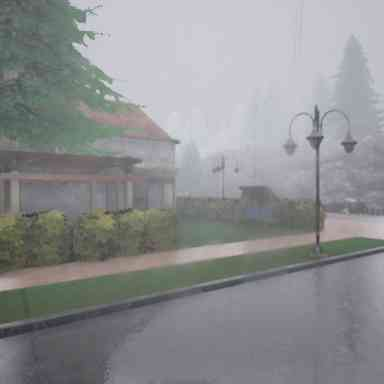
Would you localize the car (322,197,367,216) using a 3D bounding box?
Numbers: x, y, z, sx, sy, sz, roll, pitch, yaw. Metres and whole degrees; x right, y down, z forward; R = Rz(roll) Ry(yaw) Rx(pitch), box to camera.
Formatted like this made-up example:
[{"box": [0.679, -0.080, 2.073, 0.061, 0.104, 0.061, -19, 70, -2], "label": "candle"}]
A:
[{"box": [12.825, 1.229, 29.553, 1.882, 1.535, 5.008, 0, 0, -36], "label": "car"}]

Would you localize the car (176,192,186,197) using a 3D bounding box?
[{"box": [-2.264, 0.984, 44.236, 2.150, 2.045, 5.566, 0, 0, -35], "label": "car"}]
